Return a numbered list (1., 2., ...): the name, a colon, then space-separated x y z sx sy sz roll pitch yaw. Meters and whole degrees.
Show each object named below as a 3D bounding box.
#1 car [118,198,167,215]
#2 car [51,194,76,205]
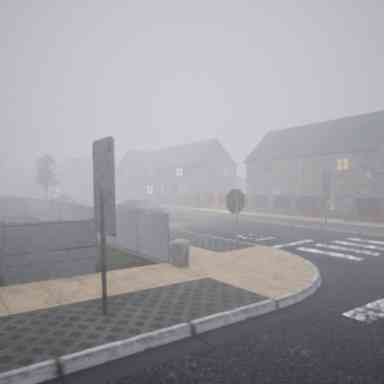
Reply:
1. car: -3.749 1.224 24.593 1.882 1.535 5.008 -2 2 -36
2. car: -15.467 0.981 39.873 2.128 1.511 4.902 -2 2 -39
